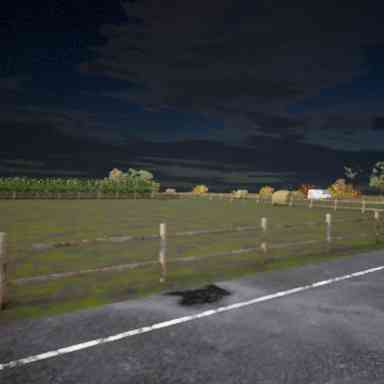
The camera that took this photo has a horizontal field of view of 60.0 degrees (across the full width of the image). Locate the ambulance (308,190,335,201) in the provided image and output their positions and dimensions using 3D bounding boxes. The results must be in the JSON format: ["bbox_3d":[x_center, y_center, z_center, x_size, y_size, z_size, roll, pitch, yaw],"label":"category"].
[{"bbox_3d":[31.453,0.766,80.979,2.351,2.431,6.366,2,0,-32],"label":"ambulance"}]
